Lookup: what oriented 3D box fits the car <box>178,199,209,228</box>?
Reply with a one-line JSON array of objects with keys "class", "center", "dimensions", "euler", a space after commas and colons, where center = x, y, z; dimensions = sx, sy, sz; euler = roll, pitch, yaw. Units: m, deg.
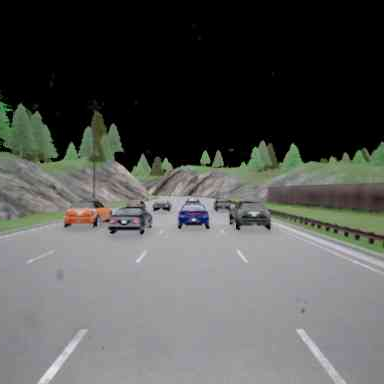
[{"class": "car", "center": [0.099, 1.472, 22.021], "dimensions": [1.882, 1.535, 5.008], "euler": [0, 0, 0]}]

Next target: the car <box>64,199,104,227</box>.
[{"class": "car", "center": [-6.901, 1.347, 22.578], "dimensions": [2.097, 1.767, 4.553], "euler": [0, 0, 0]}]

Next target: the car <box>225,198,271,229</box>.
[{"class": "car", "center": [3.600, 1.347, 21.432], "dimensions": [2.097, 1.767, 4.553], "euler": [0, 0, 0]}]

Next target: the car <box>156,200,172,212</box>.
[{"class": "car", "center": [-3.401, 1.592, 38.960], "dimensions": [1.895, 1.301, 4.718], "euler": [0, 0, 0]}]

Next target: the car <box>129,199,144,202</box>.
[{"class": "car", "center": [-6.901, 1.554, 41.070], "dimensions": [1.994, 1.385, 4.181], "euler": [0, 0, 0]}]

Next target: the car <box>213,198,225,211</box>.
[{"class": "car", "center": [3.598, 1.482, 40.365], "dimensions": [2.128, 1.511, 4.902], "euler": [0, 0, 0]}]

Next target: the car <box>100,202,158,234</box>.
[{"class": "car", "center": [-3.401, 1.543, 19.174], "dimensions": [2.033, 1.411, 5.357], "euler": [0, 0, 0]}]
